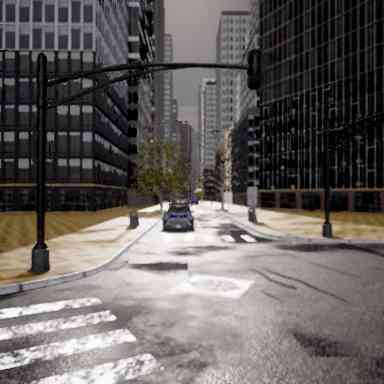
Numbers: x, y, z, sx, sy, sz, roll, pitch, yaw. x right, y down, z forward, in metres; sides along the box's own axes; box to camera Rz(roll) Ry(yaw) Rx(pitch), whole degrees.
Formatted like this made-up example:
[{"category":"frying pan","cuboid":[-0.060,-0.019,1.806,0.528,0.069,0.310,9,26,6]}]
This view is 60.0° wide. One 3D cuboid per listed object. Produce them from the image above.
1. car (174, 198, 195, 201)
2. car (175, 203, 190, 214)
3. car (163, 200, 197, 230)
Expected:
[{"category":"car","cuboid":[-1.110,1.741,34.552,2.150,2.045,5.566,0,-1,-1]},{"category":"car","cuboid":[-1.305,2.268,47.356,2.033,1.411,5.357,0,-1,-2]},{"category":"car","cuboid":[-0.948,1.708,24.009,2.097,1.767,4.553,0,-1,-1]}]
